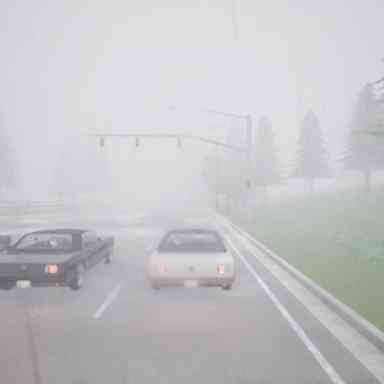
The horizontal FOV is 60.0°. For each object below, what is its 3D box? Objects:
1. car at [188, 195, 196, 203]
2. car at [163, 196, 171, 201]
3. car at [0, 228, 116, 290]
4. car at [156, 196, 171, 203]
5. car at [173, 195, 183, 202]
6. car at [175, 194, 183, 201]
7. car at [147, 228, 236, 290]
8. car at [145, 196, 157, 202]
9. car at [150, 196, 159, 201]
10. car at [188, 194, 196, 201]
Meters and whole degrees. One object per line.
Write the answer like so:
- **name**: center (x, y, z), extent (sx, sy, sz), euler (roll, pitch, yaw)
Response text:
- **car**: center (-0.017, 1.865, 82.977), extent (2.128, 1.511, 4.902), euler (0, 0, 0)
- **car**: center (-7.019, 1.764, 93.396), extent (2.033, 1.411, 5.357), euler (0, 0, 0)
- **car**: center (-3.489, 1.640, 9.139), extent (1.895, 1.301, 4.718), euler (0, 0, 0)
- **car**: center (-7.017, 1.865, 82.975), extent (2.128, 1.511, 4.902), euler (0, 0, 0)
- **car**: center (-3.517, 1.698, 83.363), extent (2.097, 1.767, 4.553), euler (0, 0, 0)
- **car**: center (-3.519, 1.579, 93.367), extent (2.097, 1.767, 4.553), euler (0, 0, 0)
- **car**: center (0.011, 1.640, 9.140), extent (1.895, 1.301, 4.718), euler (0, 0, 1)
- **car**: center (-10.517, 1.938, 83.421), extent (1.895, 1.301, 4.718), euler (0, 0, 0)
- **car**: center (-10.519, 1.749, 93.395), extent (1.812, 1.442, 4.674), euler (0, 0, 0)
- **car**: center (-0.019, 1.579, 93.368), extent (2.097, 1.767, 4.553), euler (0, 0, 0)
